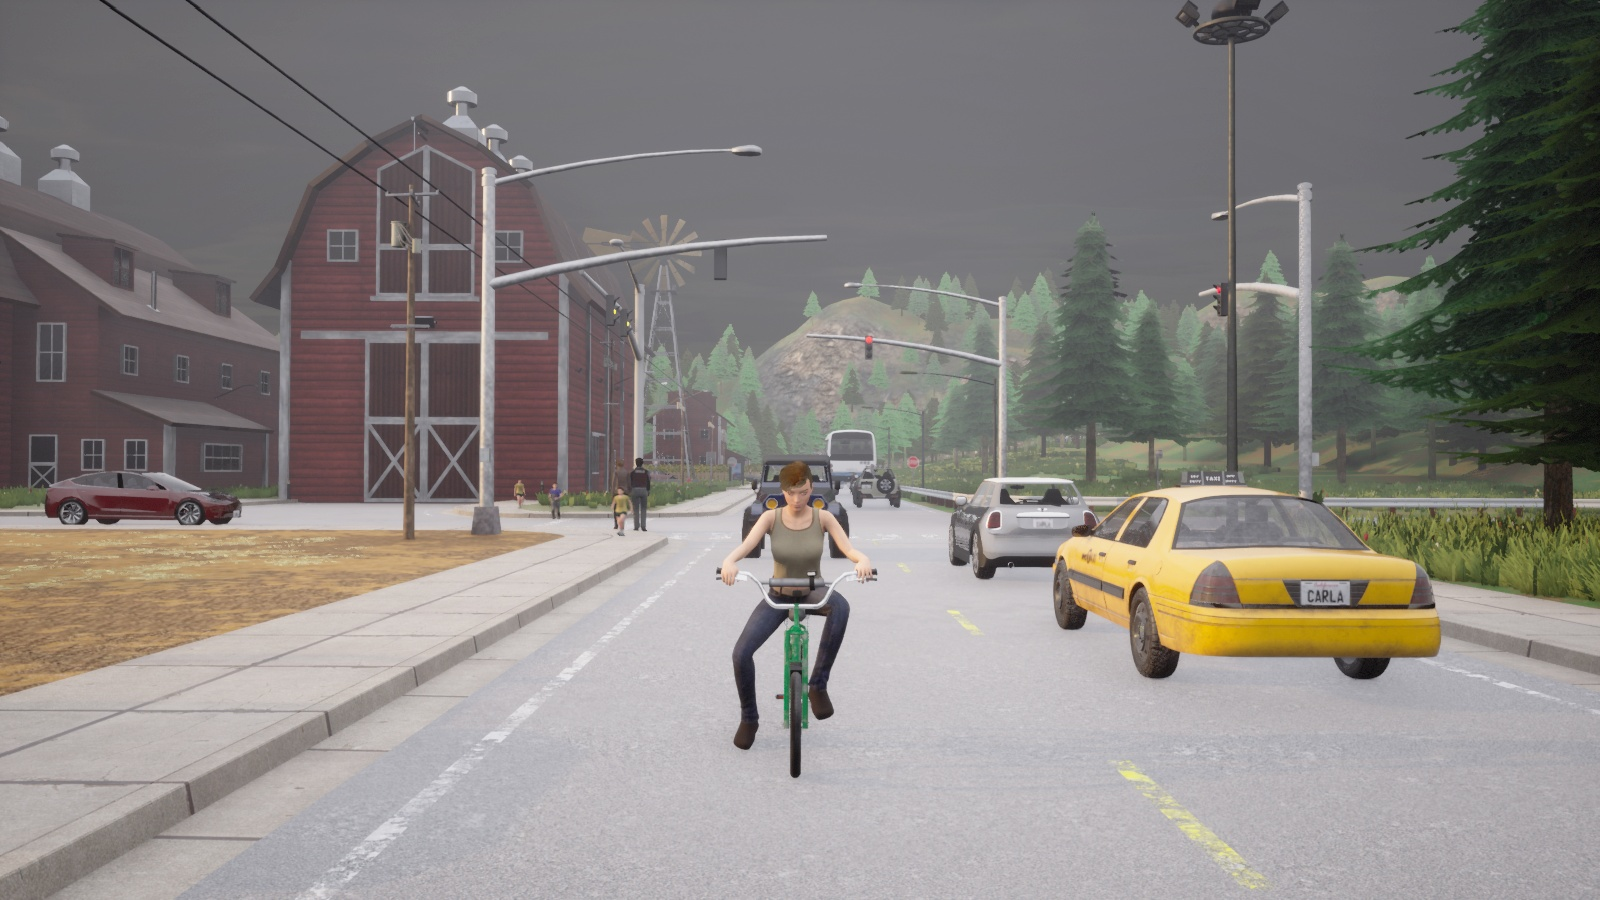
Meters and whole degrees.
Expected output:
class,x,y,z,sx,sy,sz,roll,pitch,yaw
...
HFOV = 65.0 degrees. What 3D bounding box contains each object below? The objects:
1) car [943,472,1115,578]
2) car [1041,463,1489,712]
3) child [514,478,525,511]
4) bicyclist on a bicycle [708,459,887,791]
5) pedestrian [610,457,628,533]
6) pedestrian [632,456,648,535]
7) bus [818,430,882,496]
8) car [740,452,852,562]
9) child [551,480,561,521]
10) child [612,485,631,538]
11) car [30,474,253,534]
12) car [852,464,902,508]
class,x,y,z,sx,sy,sz,roll,pitch,yaw
car,3.455,1.096,19.668,1.970,1.475,3.806,0,-1,0
car,3.476,0.919,10.686,1.801,1.575,5.366,0,-1,0
child,-9.553,1.518,42.828,0.255,1.110,0.394,0,-1,-31
bicyclist on a bicycle,-0.011,0.867,6.884,0.866,1.612,1.509,0,-1,0
pedestrian,-4.428,1.091,30.748,0.331,1.846,0.634,0,-1,-17
pedestrian,-3.967,1.128,31.147,0.402,1.930,0.666,0,-1,-8
bus,3.298,0.863,85.842,3.944,4.253,10.273,0,0,0
car,-0.064,1.004,23.478,1.905,1.878,3.866,0,-1,0
child,-7.467,1.543,38.423,0.270,1.263,0.437,0,-1,-5
child,-3.775,1.302,26.578,0.255,1.110,0.394,0,-1,15
car,-17.390,1.413,33.345,4.792,1.488,2.163,0,-1,-1
car,3.358,1.545,55.339,1.932,1.855,4.605,0,-1,0
